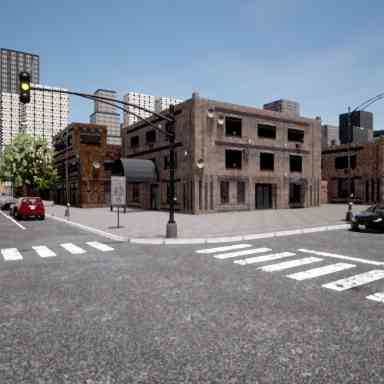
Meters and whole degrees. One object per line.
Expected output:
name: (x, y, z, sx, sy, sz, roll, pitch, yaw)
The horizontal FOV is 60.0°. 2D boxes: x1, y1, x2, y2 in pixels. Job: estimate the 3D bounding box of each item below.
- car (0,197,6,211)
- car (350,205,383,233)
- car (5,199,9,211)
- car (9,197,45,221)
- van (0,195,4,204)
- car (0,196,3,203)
car: (-22.600, 1.597, 41.556, 1.947, 1.339, 4.313, 0, 0, -33)
car: (10.379, 1.357, 17.922, 4.313, 1.339, 1.947, -1, 1, -33)
car: (-16.584, 1.585, 32.286, 1.947, 1.339, 4.313, 0, 0, -33)
car: (-13.575, 1.329, 27.651, 2.192, 1.841, 5.009, 0, 0, -33)
van: (-37.640, 1.418, 64.729, 1.690, 1.788, 3.998, 0, 0, -33)
car: (-40.741, 1.615, 69.506, 1.752, 1.417, 4.829, 0, 0, -33)
